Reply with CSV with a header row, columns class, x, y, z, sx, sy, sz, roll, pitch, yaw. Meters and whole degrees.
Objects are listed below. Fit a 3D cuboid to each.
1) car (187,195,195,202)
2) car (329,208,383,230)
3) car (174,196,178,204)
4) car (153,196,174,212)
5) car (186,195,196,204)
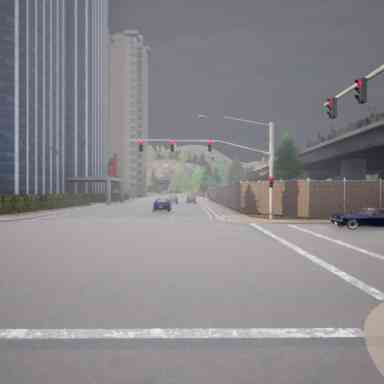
class,x,y,z,sx,sy,sz,roll,pitch,yaw
car,-0.163,1.385,73.919,1.812,1.442,4.674,0,0,0
car,11.340,1.656,21.093,4.718,1.301,1.895,0,0,1
car,-3.636,1.548,64.272,2.033,1.411,5.357,0,0,0
car,-3.479,1.477,39.719,1.882,1.535,5.008,0,0,0
car,-0.140,1.547,63.517,2.033,1.411,5.357,0,0,0
